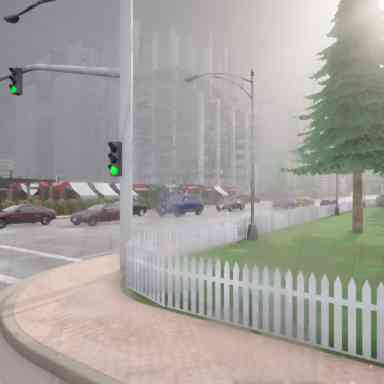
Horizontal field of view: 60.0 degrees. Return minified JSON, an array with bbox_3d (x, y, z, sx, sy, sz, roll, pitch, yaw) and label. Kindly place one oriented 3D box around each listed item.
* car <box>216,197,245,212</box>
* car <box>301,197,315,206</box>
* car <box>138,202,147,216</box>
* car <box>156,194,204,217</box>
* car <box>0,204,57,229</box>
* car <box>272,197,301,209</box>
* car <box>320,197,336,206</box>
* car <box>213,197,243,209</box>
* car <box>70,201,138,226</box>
[{"bbox_3d":[4.650,1.492,39.707,2.128,1.511,4.902,0,0,34],"label":"car"},{"bbox_3d":[18.251,1.478,53.319,1.882,1.535,5.008,0,0,34],"label":"car"},{"bbox_3d":[-6.188,1.478,29.900,1.882,1.535,5.008,0,0,34],"label":"car"},{"bbox_3d":[-0.982,1.221,31.365,2.150,2.045,5.566,0,0,34],"label":"car"},{"bbox_3d":[-11.405,1.526,22.152,1.812,1.442,4.674,0,0,36],"label":"car"},{"bbox_3d":[12.454,1.547,44.709,2.033,1.411,5.357,0,0,34],"label":"car"},{"bbox_3d":[21.082,1.526,51.258,1.812,1.442,4.674,0,0,34],"label":"car"},{"bbox_3d":[5.162,1.492,46.685,2.128,1.511,4.902,0,0,34],"label":"car"},{"bbox_3d":[-6.290,1.526,23.444,1.812,1.442,4.674,0,0,34],"label":"car"}]
